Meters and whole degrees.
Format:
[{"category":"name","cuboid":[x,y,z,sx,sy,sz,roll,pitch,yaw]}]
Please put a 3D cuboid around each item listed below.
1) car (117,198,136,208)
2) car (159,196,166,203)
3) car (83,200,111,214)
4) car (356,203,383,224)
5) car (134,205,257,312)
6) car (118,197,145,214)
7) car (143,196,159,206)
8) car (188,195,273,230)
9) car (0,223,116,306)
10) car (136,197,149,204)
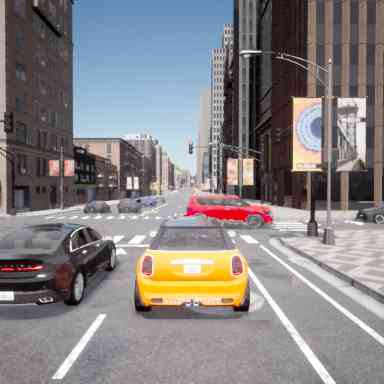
[{"category":"car","cuboid":[-9.850,1.589,50.143,1.994,1.385,4.181,0,0,0]},{"category":"car","cuboid":[-6.514,1.523,68.628,2.128,1.511,4.902,0,0,0]},{"category":"car","cuboid":[-9.856,1.579,34.711,1.994,1.385,4.181,0,0,0]},{"category":"car","cuboid":[13.983,1.470,23.549,4.181,1.385,1.994,0,1,0]},{"category":"car","cuboid":[0.009,1.351,7.878,2.097,1.767,4.553,0,0,0]},{"category":"car","cuboid":[-6.589,1.580,35.562,1.994,1.385,4.181,0,0,-1]},{"category":"car","cuboid":[-6.599,1.503,50.521,1.882,1.535,5.008,0,0,0]},{"category":"car","cuboid":[2.290,1.217,21.030,5.566,2.045,2.150,0,1,15]},{"category":"car","cuboid":[-3.155,1.504,8.023,1.837,1.490,4.892,0,0,0]},{"category":"car","cuboid":[-9.786,1.632,65.942,1.895,1.301,4.718,0,0,1]}]
